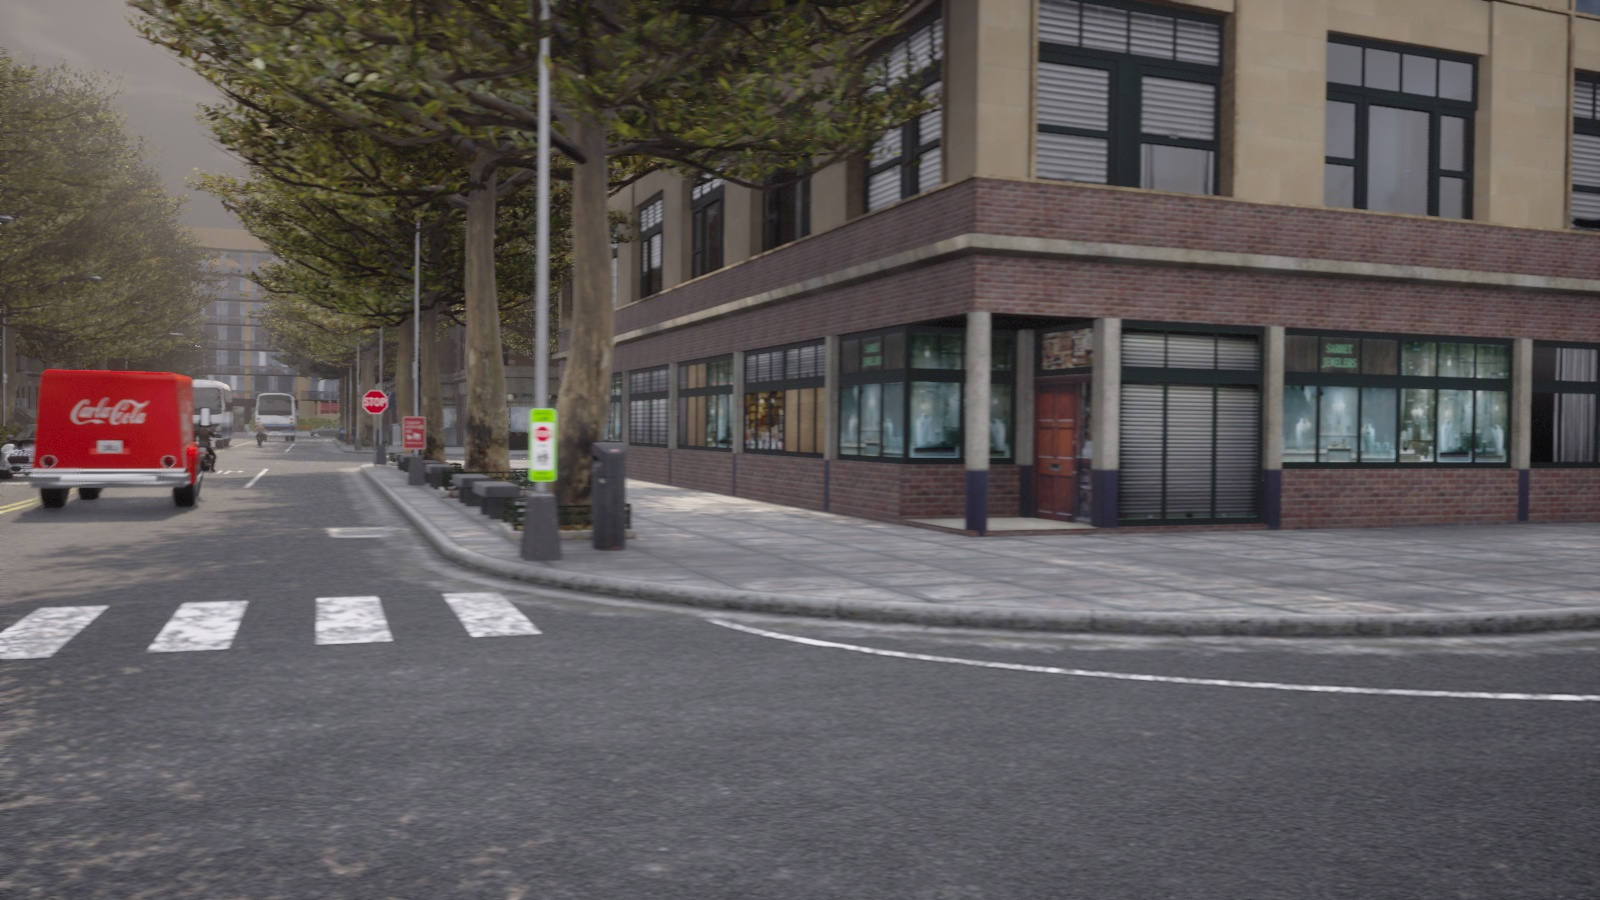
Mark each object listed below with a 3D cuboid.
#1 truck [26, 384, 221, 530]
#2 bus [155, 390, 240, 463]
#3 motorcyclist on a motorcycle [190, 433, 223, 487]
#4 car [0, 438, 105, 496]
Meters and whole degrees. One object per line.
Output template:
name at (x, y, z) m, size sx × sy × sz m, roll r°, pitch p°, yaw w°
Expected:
truck at (-12.780, 0.058, 24.140) m, size 2.627 × 2.467 × 5.204 m, roll -1°, pitch 1°, yaw -21°
bus at (-37.840, -1.459, 79.276) m, size 3.944 × 4.253 × 10.273 m, roll -1°, pitch 1°, yaw -21°
motorcyclist on a motorcycle at (-18.959, 0.298, 40.139) m, size 0.766 × 1.649 × 2.350 m, roll 0°, pitch 0°, yaw -21°
car at (-20.532, 0.424, 34.519) m, size 1.970 × 1.475 × 3.806 m, roll -1°, pitch 1°, yaw -21°
